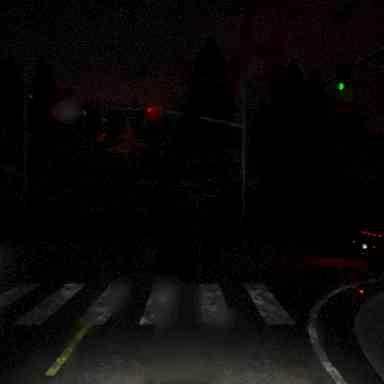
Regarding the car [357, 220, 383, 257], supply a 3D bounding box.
[{"bbox_3d":[8.006,1.512,10.759,4.892,1.490,1.837,0,0,0],"label":"car"}]
